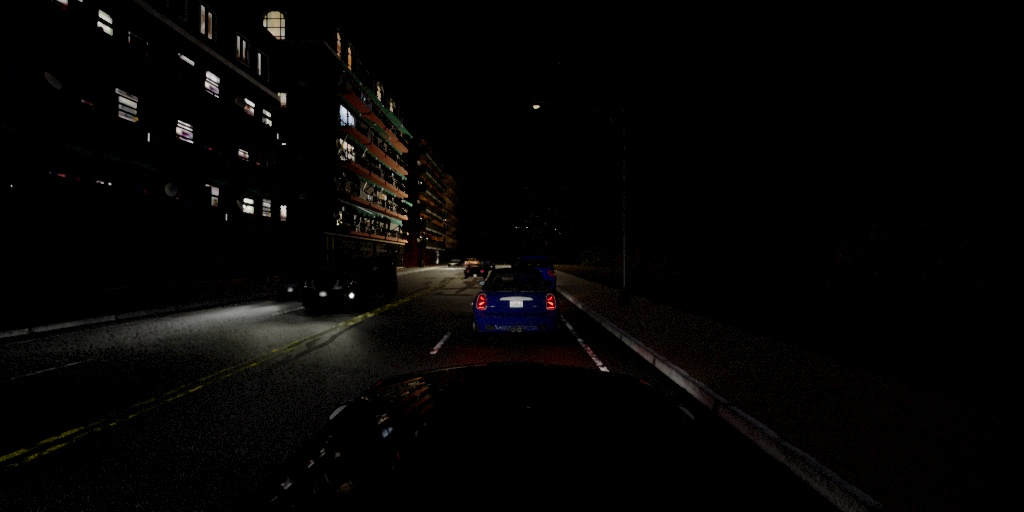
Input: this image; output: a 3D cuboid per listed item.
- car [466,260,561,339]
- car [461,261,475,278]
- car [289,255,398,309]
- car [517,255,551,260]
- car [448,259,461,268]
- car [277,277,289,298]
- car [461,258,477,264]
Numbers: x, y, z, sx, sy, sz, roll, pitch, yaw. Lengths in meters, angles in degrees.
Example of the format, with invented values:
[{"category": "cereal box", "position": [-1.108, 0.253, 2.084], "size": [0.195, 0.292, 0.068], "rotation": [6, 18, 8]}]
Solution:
[{"category": "car", "position": [0.097, 1.103, 10.193], "size": [2.097, 1.767, 4.553], "rotation": [0, 0, 0]}, {"category": "car", "position": [-3.150, 1.351, 32.852], "size": [1.895, 1.301, 4.718], "rotation": [0, 0, 0]}, {"category": "car", "position": [-6.602, 0.972, 15.282], "size": [2.150, 2.045, 5.566], "rotation": [0, 0, 0]}, {"category": "car", "position": [1.136, 0.976, 19.768], "size": [2.150, 2.045, 5.566], "rotation": [0, 0, 0]}, {"category": "car", "position": [-9.816, 1.240, 61.812], "size": [2.128, 1.511, 4.902], "rotation": [0, 0, 0]}, {"category": "car", "position": [-9.850, 1.243, 18.385], "size": [2.128, 1.511, 4.902], "rotation": [0, 0, 0]}, {"category": "car", "position": [-6.580, 1.098, 58.612], "size": [2.097, 1.767, 4.553], "rotation": [0, 0, 0]}]
